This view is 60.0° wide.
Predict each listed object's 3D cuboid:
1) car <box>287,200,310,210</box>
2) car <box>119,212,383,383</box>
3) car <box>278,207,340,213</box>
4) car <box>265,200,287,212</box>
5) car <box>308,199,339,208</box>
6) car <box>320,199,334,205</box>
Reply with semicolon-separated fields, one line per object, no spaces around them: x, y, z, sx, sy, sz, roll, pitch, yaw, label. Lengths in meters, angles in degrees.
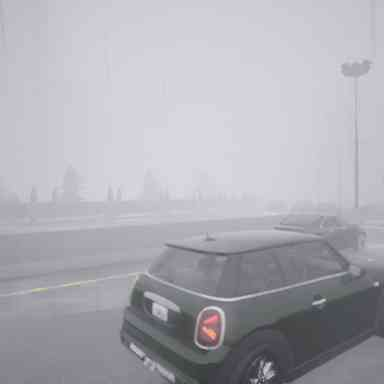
13.133;1.678;39.193;1.882;1.535;5.008;0;-1;31;car
1.322;1.368;5.042;4.553;1.767;2.097;0;0;-38;car
4.868;1.546;12.607;4.892;1.490;1.837;0;0;-42;car
10.625;1.731;41.786;1.837;1.490;4.892;0;0;31;car
13.471;1.718;33.363;1.994;1.385;4.181;0;-1;34;car
28.828;2.074;71.027;1.895;1.301;4.718;0;-1;11;car
